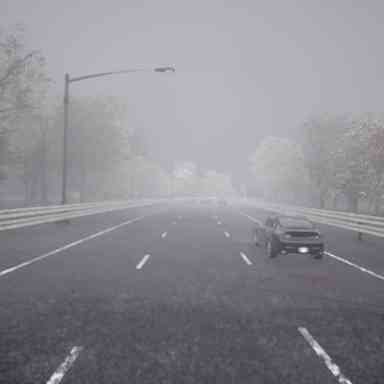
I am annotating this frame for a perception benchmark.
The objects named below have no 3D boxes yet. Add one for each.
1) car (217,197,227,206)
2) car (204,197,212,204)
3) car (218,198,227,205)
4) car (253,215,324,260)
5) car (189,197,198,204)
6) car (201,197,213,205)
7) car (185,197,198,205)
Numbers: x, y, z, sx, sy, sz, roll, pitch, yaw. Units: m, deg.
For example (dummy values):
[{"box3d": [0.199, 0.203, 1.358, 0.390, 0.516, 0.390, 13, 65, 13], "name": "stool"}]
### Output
[{"box3d": [6.551, 1.992, 71.625, 2.097, 1.767, 4.553, 1, 0, 5], "name": "car"}, {"box3d": [3.982, 2.111, 81.787, 1.837, 1.490, 4.892, 1, 0, 6], "name": "car"}, {"box3d": [7.504, 2.233, 81.861, 2.128, 1.511, 4.902, 1, 0, 6], "name": "car"}, {"box3d": [3.702, 1.674, 13.368, 1.837, 1.490, 4.892, 1, 0, 1], "name": "car"}, {"box3d": [0.458, 2.015, 81.712, 1.837, 1.490, 4.892, 1, 0, 6], "name": "car"}, {"box3d": [3.063, 1.919, 71.899, 2.097, 1.767, 4.553, 1, 0, 5], "name": "car"}, {"box3d": [-0.496, 2.020, 71.372, 2.033, 1.411, 5.357, 1, 0, 5], "name": "car"}]
